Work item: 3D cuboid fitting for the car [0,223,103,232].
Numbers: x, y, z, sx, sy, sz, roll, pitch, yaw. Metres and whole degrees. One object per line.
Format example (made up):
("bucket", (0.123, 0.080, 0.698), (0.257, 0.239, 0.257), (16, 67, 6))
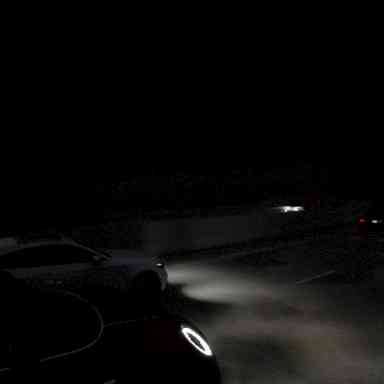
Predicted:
("car", (-2.683, 1.538, 6.328), (4.674, 1.442, 1.812), (0, 0, -37))

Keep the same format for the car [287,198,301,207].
("car", (15.973, 1.597, 51.735), (1.895, 1.301, 4.718), (0, 0, 24))

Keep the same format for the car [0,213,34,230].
("car", (-9.842, 1.515, 14.318), (5.008, 1.535, 1.882), (0, 0, -37))

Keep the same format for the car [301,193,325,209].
("car", (16.711, 1.211, 45.241), (2.150, 2.045, 5.566), (0, 0, 28))

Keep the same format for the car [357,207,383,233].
("car", (10.870, 1.533, 18.512), (2.033, 1.411, 5.357), (0, 0, 43))

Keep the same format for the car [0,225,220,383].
("car", (-1.939, 1.360, 2.563), (4.553, 1.767, 2.097), (0, 0, -36))

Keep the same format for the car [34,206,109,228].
("car", (-7.842, 1.584, 20.240), (5.357, 1.411, 2.033), (0, 0, -40))

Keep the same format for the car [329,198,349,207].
("car", (17.626, 1.508, 39.772), (1.812, 1.442, 4.674), (0, 0, 30))
